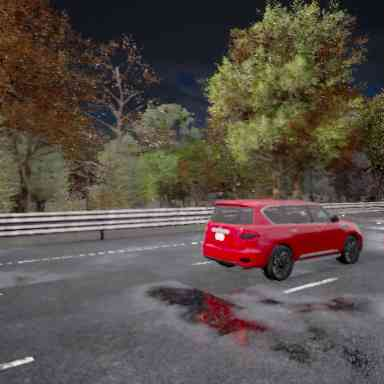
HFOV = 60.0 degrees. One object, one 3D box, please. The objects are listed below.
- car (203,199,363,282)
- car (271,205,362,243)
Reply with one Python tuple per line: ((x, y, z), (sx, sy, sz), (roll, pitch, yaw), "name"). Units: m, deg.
((2.901, 1.239, 10.114), (5.566, 2.045, 2.150), (0, 0, -35), "car")
((6.451, 1.507, 16.943), (5.008, 1.535, 1.882), (0, 0, -35), "car")
